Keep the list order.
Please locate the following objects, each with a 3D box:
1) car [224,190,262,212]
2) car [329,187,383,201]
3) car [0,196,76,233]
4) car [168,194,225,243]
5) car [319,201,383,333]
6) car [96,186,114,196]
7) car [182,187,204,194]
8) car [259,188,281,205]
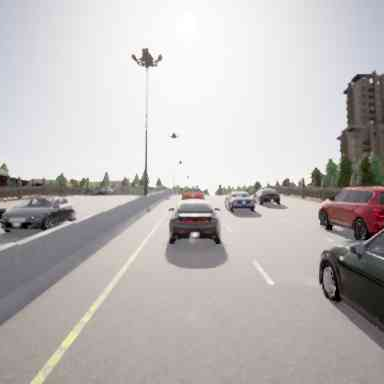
[{"bbox_3d":[3.603,0.686,25.600,2.033,1.411,5.357,0,2,0],"label":"car"},{"bbox_3d":[7.102,0.783,13.473,2.150,2.045,5.566,0,2,0],"label":"car"},{"bbox_3d":[-7.096,0.968,15.887,2.128,1.511,4.902,0,2,0],"label":"car"},{"bbox_3d":[0.102,1.068,13.427,1.837,1.490,4.892,0,2,0],"label":"car"},{"bbox_3d":[3.600,1.213,4.842,2.097,1.767,4.553,0,2,0],"label":"car"},{"bbox_3d":[-13.993,-0.117,53.637,1.837,1.490,4.892,0,0,0],"label":"car"},{"bbox_3d":[0.104,0.280,31.622,2.097,1.767,4.553,0,2,0],"label":"car"},{"bbox_3d":[7.104,0.424,31.894,1.837,1.490,4.892,0,2,0],"label":"car"}]
